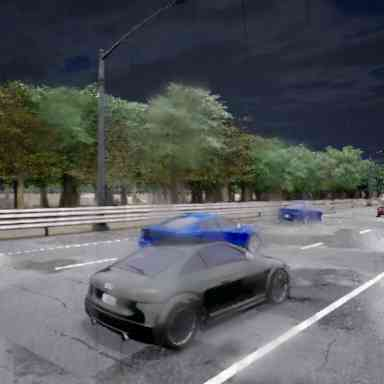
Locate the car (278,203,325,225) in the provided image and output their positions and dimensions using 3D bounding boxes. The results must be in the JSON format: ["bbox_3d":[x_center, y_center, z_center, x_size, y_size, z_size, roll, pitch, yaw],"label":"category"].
[{"bbox_3d":[8.345,1.554,25.127,1.882,1.535,5.008,0,0,43],"label":"car"}]

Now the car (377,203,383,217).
[{"bbox_3d":[19.131,1.695,31.849,1.812,1.442,4.674,0,0,42],"label":"car"}]

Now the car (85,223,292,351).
[{"bbox_3d":[0.172,1.557,6.339,1.994,1.385,4.181,0,0,44],"label":"car"}]

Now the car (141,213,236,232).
[{"bbox_3d":[0.493,1.477,11.601,1.882,1.535,5.008,0,0,44],"label":"car"}]
